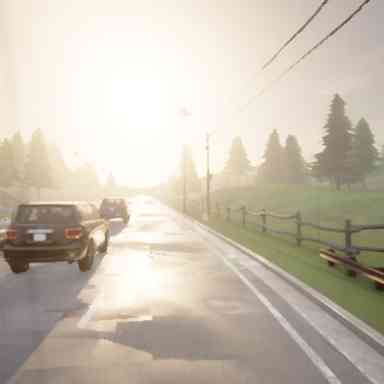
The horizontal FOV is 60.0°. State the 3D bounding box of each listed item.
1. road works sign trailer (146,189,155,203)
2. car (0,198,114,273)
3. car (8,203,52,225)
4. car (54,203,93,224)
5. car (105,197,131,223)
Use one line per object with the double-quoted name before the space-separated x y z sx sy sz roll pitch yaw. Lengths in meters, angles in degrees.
"road works sign trailer" -10.630 1.027 85.139 2.380 3.560 2.880 0 0 -8
"car" -4.193 1.311 11.213 2.150 2.045 5.566 0 -1 -6
"car" -13.397 1.764 27.900 1.837 1.490 4.892 0 0 -7
"car" -9.917 1.726 28.276 2.128 1.511 4.902 0 0 -7
"car" -6.305 1.428 27.628 2.150 2.045 5.566 0 0 -7
